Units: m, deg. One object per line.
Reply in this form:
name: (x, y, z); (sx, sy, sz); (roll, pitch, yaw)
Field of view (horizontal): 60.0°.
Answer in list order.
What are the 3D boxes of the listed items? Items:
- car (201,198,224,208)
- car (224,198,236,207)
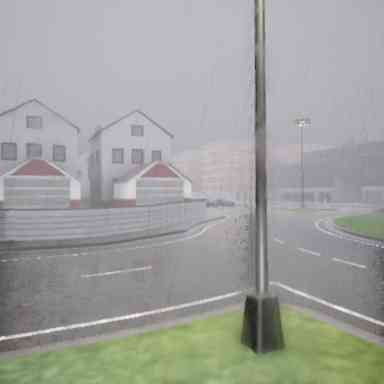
car: (2.583, 1.724, 52.297); (1.837, 1.490, 4.892); (0, 0, -24)
car: (5.143, 1.765, 55.173); (2.033, 1.411, 5.357); (0, 0, -24)
